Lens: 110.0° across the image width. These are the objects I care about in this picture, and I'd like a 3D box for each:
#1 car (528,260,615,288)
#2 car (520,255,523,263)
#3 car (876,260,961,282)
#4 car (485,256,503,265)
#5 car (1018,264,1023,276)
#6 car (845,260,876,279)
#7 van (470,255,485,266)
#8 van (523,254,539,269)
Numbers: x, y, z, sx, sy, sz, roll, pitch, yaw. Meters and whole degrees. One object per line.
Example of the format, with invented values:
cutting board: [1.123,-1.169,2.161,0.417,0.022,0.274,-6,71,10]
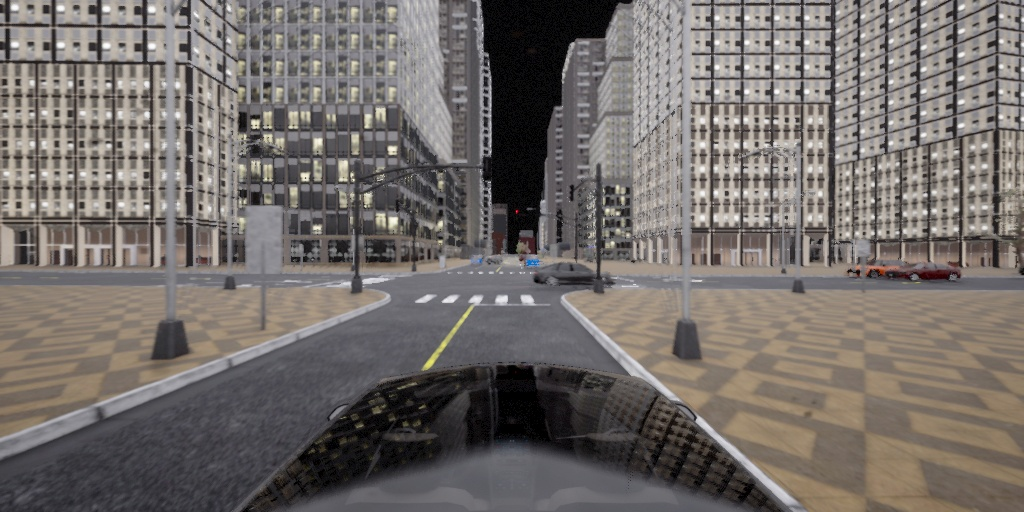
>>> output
car: [3.652,1.163,21.426,4.892,1.490,1.837,0,0,-1]
car: [2.609,0.894,52.858,1.888,1.381,4.507,0,0,0]
car: [32.685,1.257,28.647,5.008,1.535,1.882,0,0,-1]
car: [-3.103,0.852,60.449,1.994,1.385,4.181,0,0,1]
car: [49.017,0.938,32.429,4.553,1.767,2.097,0,0,-4]
car: [32.517,1.119,31.888,4.553,1.767,2.097,0,0,-1]
van: [-5.774,0.646,58.425,1.690,1.789,3.998,0,0,0]
van: [2.679,0.733,47.320,1.690,1.789,3.998,0,0,0]
